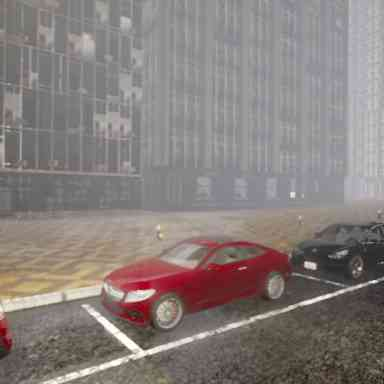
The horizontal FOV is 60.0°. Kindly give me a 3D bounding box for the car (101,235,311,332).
[{"bbox_3d":[0.308,1.584,6.766,4.206,1.307,1.802,0,1,-35],"label":"car"}]

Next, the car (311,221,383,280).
[{"bbox_3d":[4.904,1.570,10.040,4.313,1.339,1.947,0,1,-35],"label":"car"}]

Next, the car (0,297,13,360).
[{"bbox_3d":[-4.287,1.439,3.491,4.097,1.590,1.967,0,1,-35],"label":"car"}]
